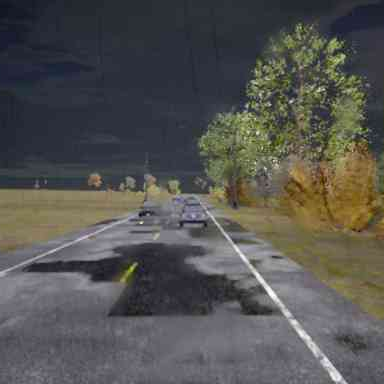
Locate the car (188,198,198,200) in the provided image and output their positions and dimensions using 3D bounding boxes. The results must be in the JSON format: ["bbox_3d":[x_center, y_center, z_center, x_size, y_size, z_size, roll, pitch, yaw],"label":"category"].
[{"bbox_3d":[0.106,1.476,40.207,2.033,1.411,5.357,0,0,0],"label":"car"}]

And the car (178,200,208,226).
[{"bbox_3d":[0.099,1.507,22.712,2.033,1.411,5.357,0,0,0],"label":"car"}]

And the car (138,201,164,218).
[{"bbox_3d":[-3.597,1.494,29.916,2.033,1.411,5.357,0,0,0],"label":"car"}]

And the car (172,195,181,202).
[{"bbox_3d":[-3.493,1.356,74.320,1.882,1.535,5.008,0,0,0],"label":"car"}]
